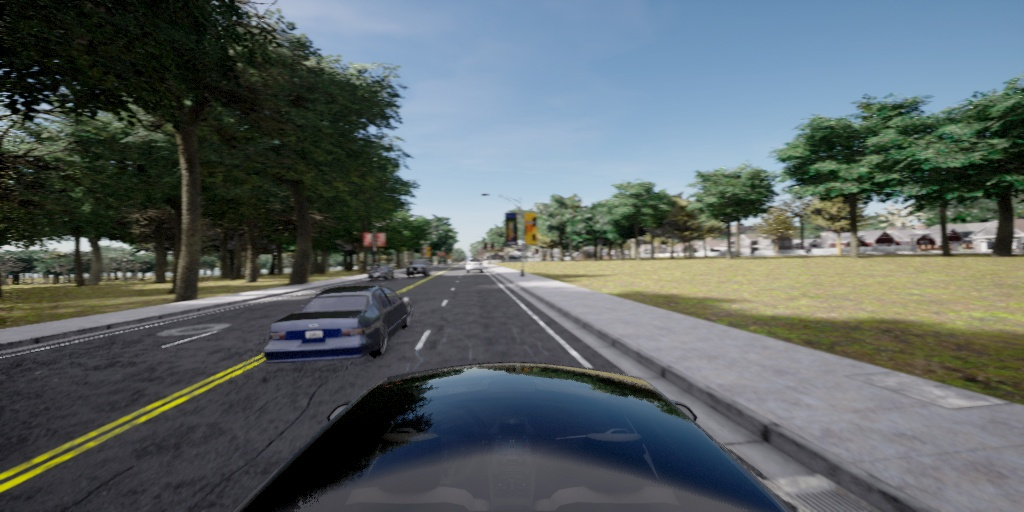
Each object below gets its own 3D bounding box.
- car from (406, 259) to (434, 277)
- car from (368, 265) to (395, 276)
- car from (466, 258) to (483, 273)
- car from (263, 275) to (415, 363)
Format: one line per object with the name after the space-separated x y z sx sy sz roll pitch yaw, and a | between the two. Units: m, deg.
-11.017 1.417 42.392 2.150 2.045 5.566 -2 0 -6 | car
-13.776 1.756 37.969 2.128 1.511 4.902 -2 0 -6 | car
-5.171 1.270 50.174 2.150 2.045 5.566 -2 0 -6 | car
-3.730 1.426 8.741 2.033 1.411 5.357 -2 0 -6 | car
